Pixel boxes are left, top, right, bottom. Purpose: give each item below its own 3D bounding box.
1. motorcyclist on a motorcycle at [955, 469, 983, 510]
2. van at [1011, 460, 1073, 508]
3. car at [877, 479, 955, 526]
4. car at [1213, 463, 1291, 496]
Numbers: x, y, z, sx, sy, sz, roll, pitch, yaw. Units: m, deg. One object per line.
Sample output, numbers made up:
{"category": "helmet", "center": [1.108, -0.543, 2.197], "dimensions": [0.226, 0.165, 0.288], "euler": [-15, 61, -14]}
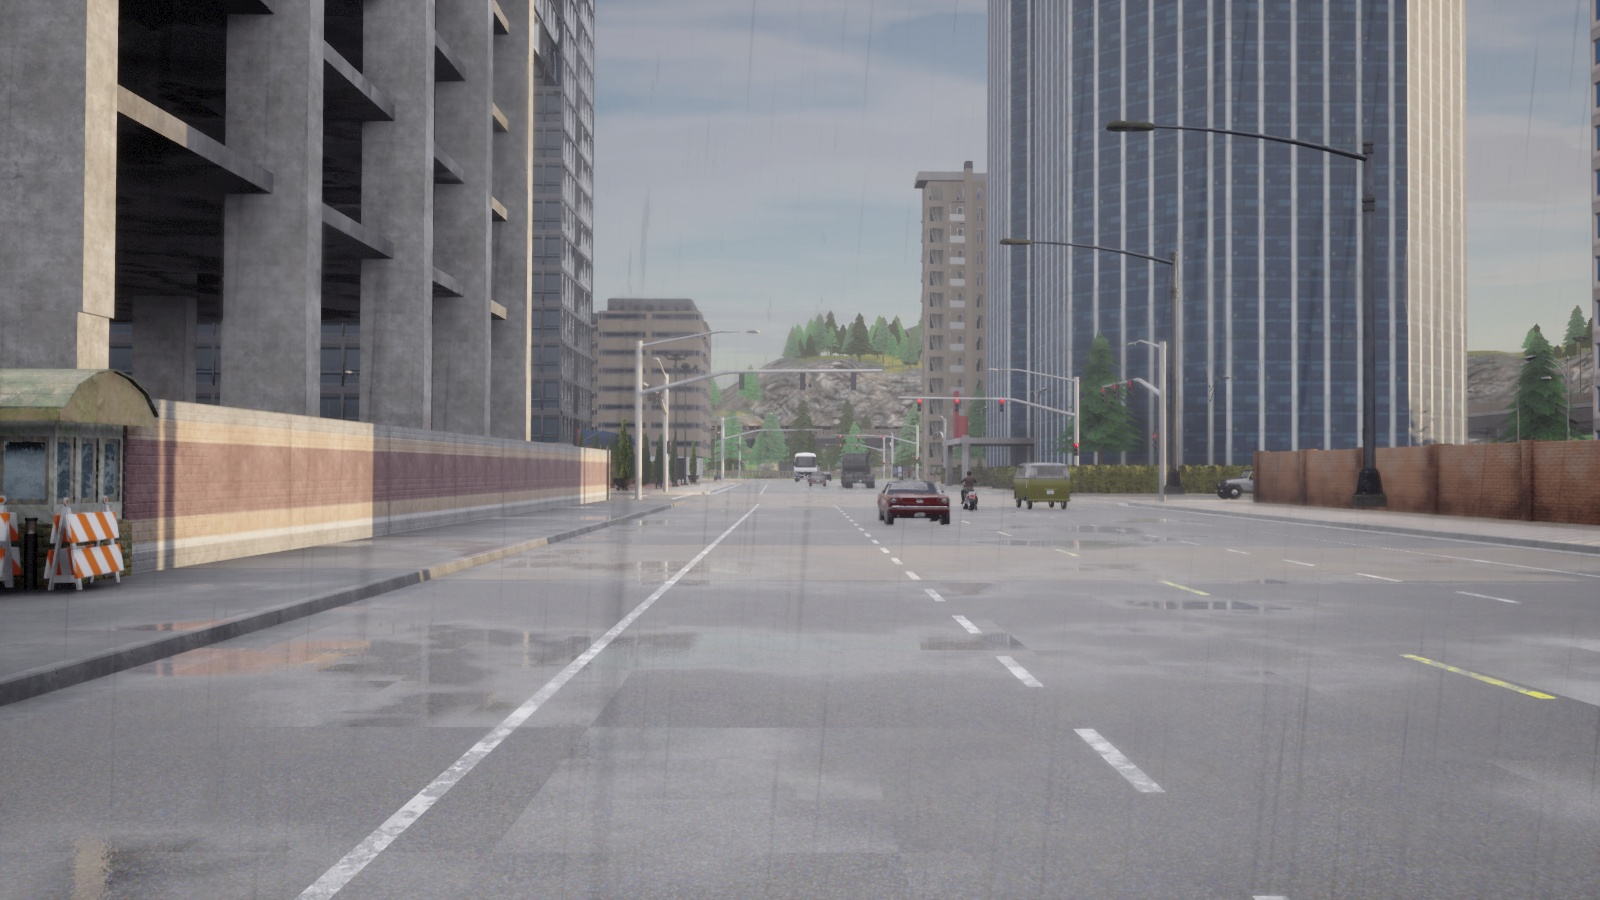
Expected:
{"category": "motorcyclist on a motorcycle", "center": [6.871, 1.596, 51.152], "dimensions": [0.766, 1.649, 2.350], "euler": [0, -1, 0]}
{"category": "van", "center": [10.355, 1.432, 53.980], "dimensions": [1.775, 1.987, 4.442], "euler": [0, -1, 0]}
{"category": "car", "center": [3.407, 1.536, 37.820], "dimensions": [1.895, 1.301, 4.718], "euler": [0, -1, 0]}
{"category": "car", "center": [26.649, 1.748, 74.136], "dimensions": [3.866, 1.878, 1.905], "euler": [0, -1, 0]}
